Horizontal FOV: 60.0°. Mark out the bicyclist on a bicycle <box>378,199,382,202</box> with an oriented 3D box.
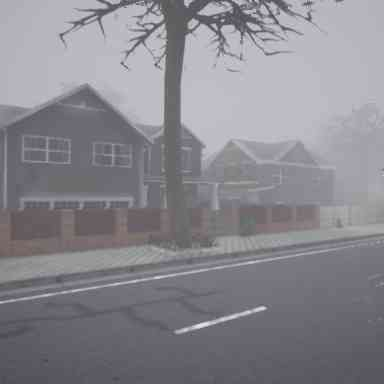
[{"bbox_3d":[28.241,1.833,49.990,1.656,1.620,0.582,0,0,-35],"label":"bicyclist on a bicycle"}]
